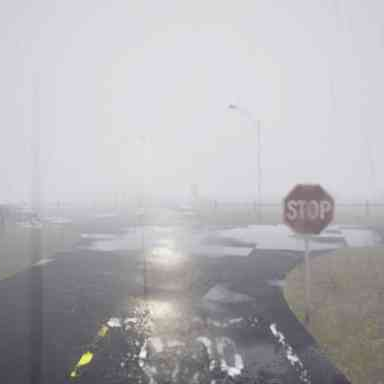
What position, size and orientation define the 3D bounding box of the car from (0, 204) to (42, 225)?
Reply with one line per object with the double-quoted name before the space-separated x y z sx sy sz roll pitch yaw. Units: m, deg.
"car" -13.368 1.543 23.709 5.357 1.411 2.033 -1 0 21
